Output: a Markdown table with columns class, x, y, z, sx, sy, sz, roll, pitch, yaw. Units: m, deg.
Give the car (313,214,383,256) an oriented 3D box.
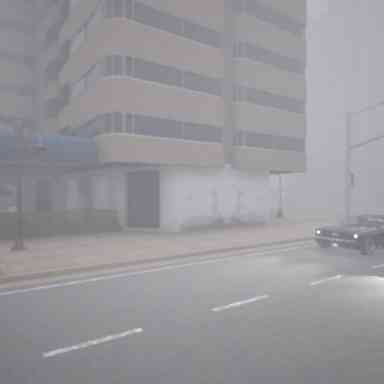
| class | x | y | z | sx | sy | sz | roll | pitch | yaw |
| --- | --- | --- | --- | --- | --- | --- | --- | --- | --- |
| car | 6.941 | 1.586 | 13.192 | 4.718 | 1.301 | 1.895 | 0 | 0 | -35 |
